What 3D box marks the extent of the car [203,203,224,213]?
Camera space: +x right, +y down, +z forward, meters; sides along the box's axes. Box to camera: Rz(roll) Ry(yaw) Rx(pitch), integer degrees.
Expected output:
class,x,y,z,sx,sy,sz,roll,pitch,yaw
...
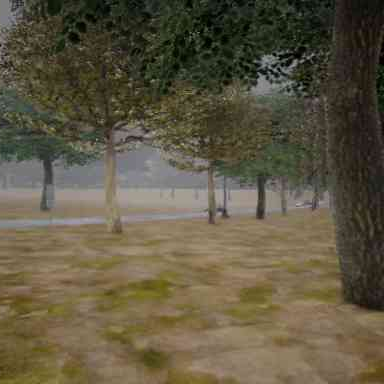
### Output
class,x,y,z,sx,sy,sz,roll,pitch,yaw
car,3.919,2.846,59.873,2.097,1.767,4.553,-1,-2,33
